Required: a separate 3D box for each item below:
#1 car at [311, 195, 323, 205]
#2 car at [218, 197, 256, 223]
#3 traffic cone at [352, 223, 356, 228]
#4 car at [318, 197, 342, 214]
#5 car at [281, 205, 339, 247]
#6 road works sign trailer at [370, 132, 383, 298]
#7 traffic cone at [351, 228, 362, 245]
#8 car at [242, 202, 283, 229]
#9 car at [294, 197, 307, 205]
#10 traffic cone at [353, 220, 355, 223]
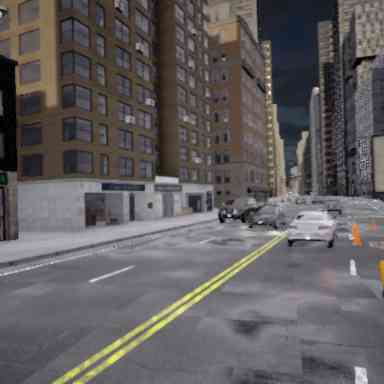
[{"bbox_3d":[23.130,1.420,61.003,2.097,1.767,4.553,-2,-1,25],"label":"car"},{"bbox_3d":[3.954,1.443,27.700,2.150,2.045,5.566,-2,-1,25],"label":"car"},{"bbox_3d":[7.835,1.921,15.922,0.340,0.580,0.340,-2,-1,25],"label":"traffic cone"},{"bbox_3d":[14.979,1.542,35.498,2.033,1.411,5.357,-2,-1,25],"label":"car"},{"bbox_3d":[5.512,1.549,15.151,1.812,1.442,4.674,-2,-1,25],"label":"car"},{"bbox_3d":[5.268,0.399,7.208,2.380,3.560,2.880,-2,-1,25],"label":"road works sign trailer"},{"bbox_3d":[6.992,1.923,14.109,0.340,0.580,0.340,-2,-1,25],"label":"traffic cone"},{"bbox_3d":[5.157,1.628,22.559,1.837,1.490,4.892,-2,-1,25],"label":"car"},{"bbox_3d":[20.871,1.676,63.815,2.128,1.511,4.902,-2,-1,25],"label":"car"},{"bbox_3d":[8.679,1.918,17.736,0.340,0.580,0.340,-2,-1,25],"label":"traffic cone"}]
